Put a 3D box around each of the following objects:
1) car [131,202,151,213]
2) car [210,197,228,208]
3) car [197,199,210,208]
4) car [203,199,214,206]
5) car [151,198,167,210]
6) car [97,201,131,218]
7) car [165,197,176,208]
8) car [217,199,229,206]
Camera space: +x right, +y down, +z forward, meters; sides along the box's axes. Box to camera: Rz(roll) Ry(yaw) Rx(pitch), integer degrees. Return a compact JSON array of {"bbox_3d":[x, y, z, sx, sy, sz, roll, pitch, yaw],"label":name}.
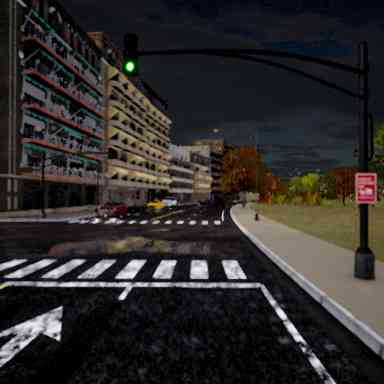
[{"bbox_3d":[-7.312,2.127,44.858,1.895,1.301,4.718,0,-1,6],"label":"car"},{"bbox_3d":[5.316,2.047,65.318,2.150,2.045,5.566,0,-1,9],"label":"car"},{"bbox_3d":[2.095,2.320,65.754,2.128,1.511,4.902,0,-1,9],"label":"car"},{"bbox_3d":[3.859,2.414,75.964,1.882,1.535,5.008,0,-1,11],"label":"car"},{"bbox_3d":[-6.033,2.144,55.080,1.882,1.535,5.008,0,-1,8],"label":"car"},{"bbox_3d":[-8.271,1.743,34.826,2.097,1.767,4.553,0,-1,5],"label":"car"},{"bbox_3d":[-4.515,2.040,65.544,2.150,2.045,5.566,0,-1,8],"label":"car"},{"bbox_3d":[7.135,2.469,75.789,2.128,1.511,4.902,0,-1,11],"label":"car"}]
